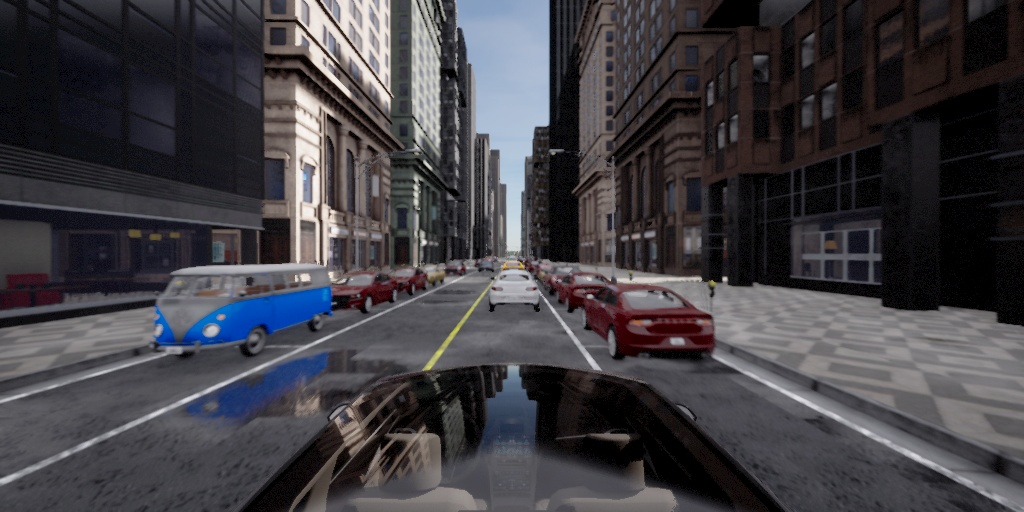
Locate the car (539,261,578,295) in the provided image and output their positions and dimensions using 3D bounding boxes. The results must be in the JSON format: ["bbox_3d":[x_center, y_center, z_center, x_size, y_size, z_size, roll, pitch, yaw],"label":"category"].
[{"bbox_3d":[2.767,1.169,19.423,1.967,1.591,4.097,0,0,0],"label":"car"}]

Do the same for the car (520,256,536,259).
[{"bbox_3d":[2.776,1.007,53.034,2.192,1.841,5.009,0,0,0],"label":"car"}]

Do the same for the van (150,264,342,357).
[{"bbox_3d":[-5.761,1.084,8.213,1.690,1.789,3.998,0,0,0],"label":"van"}]

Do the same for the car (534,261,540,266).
[{"bbox_3d":[2.769,1.248,25.195,1.751,1.417,4.829,0,0,0],"label":"car"}]

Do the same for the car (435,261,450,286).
[{"bbox_3d":[-5.757,1.249,24.849,1.751,1.417,4.829,0,0,0],"label":"car"}]

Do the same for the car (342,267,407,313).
[{"bbox_3d":[-5.760,1.282,13.815,1.888,1.381,4.507,0,0,0],"label":"car"}]

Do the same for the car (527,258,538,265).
[{"bbox_3d":[2.773,1.249,41.830,1.888,1.381,4.507,0,0,0],"label":"car"}]

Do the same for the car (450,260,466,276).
[{"bbox_3d":[-5.754,1.151,36.224,1.967,1.591,4.097,0,0,0],"label":"car"}]

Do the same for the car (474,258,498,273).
[{"bbox_3d":[-3.081,1.250,43.447,2.033,1.411,5.357,0,0,0],"label":"car"}]

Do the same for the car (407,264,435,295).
[{"bbox_3d":[-5.758,1.275,19.416,1.888,1.381,4.507,0,0,0],"label":"car"}]

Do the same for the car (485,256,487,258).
[{"bbox_3d":[-5.747,1.227,64.234,1.888,1.381,4.507,0,0,0],"label":"car"}]

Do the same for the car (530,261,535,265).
[{"bbox_3d":[2.770,1.299,30.627,1.802,1.307,4.207,0,0,0],"label":"car"}]

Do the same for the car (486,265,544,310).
[{"bbox_3d":[0.091,1.261,14.364,1.812,1.442,4.674,0,0,0],"label":"car"}]

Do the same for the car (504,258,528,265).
[{"bbox_3d":[0.097,1.195,30.165,1.882,1.535,5.008,0,0,0],"label":"car"}]

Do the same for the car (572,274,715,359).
[{"bbox_3d":[2.764,1.287,8.219,1.888,1.381,4.507,0,0,0],"label":"car"}]

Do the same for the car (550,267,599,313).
[{"bbox_3d":[2.766,1.281,13.822,1.888,1.381,4.507,0,0,0],"label":"car"}]
